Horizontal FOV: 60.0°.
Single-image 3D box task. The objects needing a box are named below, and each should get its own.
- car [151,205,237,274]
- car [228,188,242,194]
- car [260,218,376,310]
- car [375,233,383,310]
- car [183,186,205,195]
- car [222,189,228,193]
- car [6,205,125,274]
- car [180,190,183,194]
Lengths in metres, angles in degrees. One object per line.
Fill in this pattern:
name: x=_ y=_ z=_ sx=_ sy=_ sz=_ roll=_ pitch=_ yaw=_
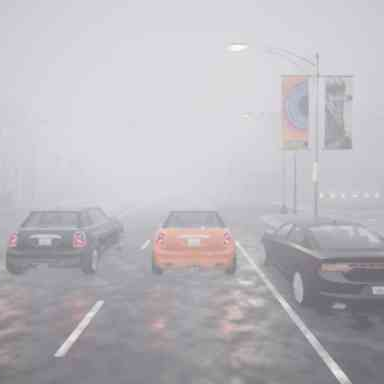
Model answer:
car: x=0.059 y=1.146 z=9.957 sx=2.097 sy=1.767 sz=4.553 roll=0 pitch=1 yaw=0
car: x=12.541 y=-0.258 z=88.524 sx=4.181 sy=1.385 sz=1.994 roll=-1 pitch=1 yaw=-37
car: x=2.897 y=1.321 z=7.612 sx=2.097 sy=1.535 sz=5.008 roll=0 pitch=1 yaw=0
car: x=3.039 y=1.327 z=1.186 sx=2.185 sy=1.767 sz=4.553 roll=0 pitch=1 yaw=0
car: x=1.000 y=-0.356 z=77.324 sx=2.150 sy=2.045 sz=5.566 roll=1 pitch=1 yaw=33
car: x=10.864 y=-0.334 z=91.616 sx=5.357 sy=1.411 sz=2.033 roll=-1 pitch=1 yaw=-37
car: x=-3.441 y=1.146 z=9.959 sx=2.097 sy=1.767 sz=4.553 roll=0 pitch=1 yaw=0
car: x=-0.849 y=-0.296 z=80.735 sx=2.097 sy=1.767 sz=4.553 roll=1 pitch=1 yaw=36
